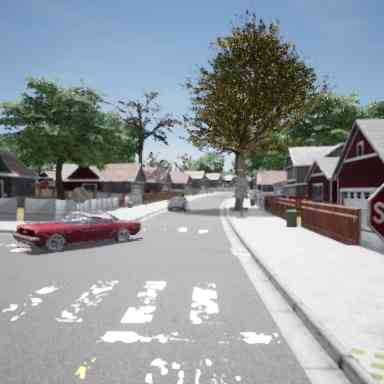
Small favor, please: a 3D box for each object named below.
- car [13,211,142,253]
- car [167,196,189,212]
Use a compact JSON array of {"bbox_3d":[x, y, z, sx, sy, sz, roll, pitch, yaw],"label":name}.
[{"bbox_3d":[-4.365,1.448,13.256,1.895,1.301,4.718,2,1,41],"label":"car"},{"bbox_3d":[-1.346,1.231,33.429,1.837,1.490,4.892,0,1,5],"label":"car"}]
